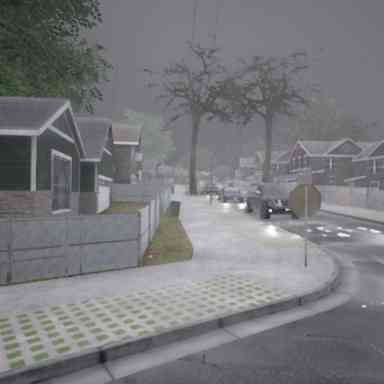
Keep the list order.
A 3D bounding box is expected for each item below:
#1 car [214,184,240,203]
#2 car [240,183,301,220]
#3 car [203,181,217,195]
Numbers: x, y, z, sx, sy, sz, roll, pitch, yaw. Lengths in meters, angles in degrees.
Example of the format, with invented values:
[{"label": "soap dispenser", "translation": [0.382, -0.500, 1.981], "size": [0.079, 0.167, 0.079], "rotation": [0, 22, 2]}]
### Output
[{"label": "car", "translation": [3.729, 0.204, 32.641], "size": [1.812, 1.442, 4.674], "rotation": [1, 3, -6]}, {"label": "car", "translation": [4.949, 0.479, 20.781], "size": [2.150, 2.045, 5.566], "rotation": [1, 2, -6]}, {"label": "car", "translation": [2.574, -0.331, 44.059], "size": [2.033, 1.411, 5.357], "rotation": [1, 3, -6]}]
